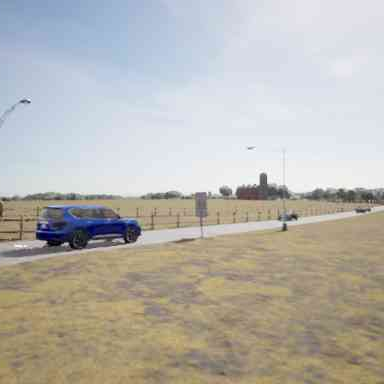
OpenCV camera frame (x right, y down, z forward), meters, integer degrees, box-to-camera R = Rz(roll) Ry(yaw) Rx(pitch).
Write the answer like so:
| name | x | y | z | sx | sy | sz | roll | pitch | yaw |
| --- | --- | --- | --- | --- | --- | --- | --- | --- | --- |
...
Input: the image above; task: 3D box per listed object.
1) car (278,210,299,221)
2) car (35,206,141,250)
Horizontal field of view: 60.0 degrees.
| name | x | y | z | sx | sy | sz | roll | pitch | yaw |
| --- | --- | --- | --- | --- | --- | --- | --- | --- | --- |
| car | 14.406 | 3.490 | 49.669 | 2.128 | 1.511 | 4.902 | -1 | -3 | 35 |
| car | -5.121 | 1.730 | 17.146 | 2.150 | 2.045 | 5.566 | -1 | -3 | 35 |
